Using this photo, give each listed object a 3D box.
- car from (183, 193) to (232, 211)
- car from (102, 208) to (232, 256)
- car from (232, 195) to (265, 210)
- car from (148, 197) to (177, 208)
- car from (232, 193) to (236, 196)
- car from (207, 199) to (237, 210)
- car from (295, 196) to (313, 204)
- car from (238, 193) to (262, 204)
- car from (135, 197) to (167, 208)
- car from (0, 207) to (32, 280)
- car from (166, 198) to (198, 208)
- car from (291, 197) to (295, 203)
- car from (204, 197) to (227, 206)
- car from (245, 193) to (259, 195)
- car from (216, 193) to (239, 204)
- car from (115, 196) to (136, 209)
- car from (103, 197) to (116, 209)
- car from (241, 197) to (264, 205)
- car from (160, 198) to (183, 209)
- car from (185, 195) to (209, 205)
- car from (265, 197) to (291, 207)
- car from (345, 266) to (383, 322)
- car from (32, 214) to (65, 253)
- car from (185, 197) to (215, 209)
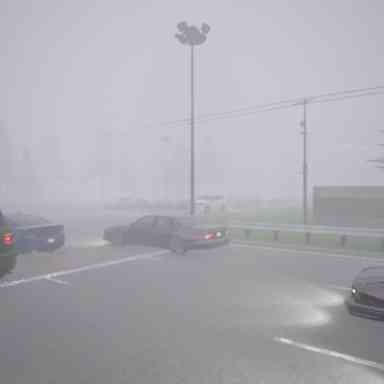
[{"bbox_3d":[1.787,1.254,36.565,2.150,2.045,5.566,0,0,36],"label":"car"},{"bbox_3d":[-1.131,1.562,13.233,5.357,1.411,2.033,0,0,34],"label":"car"},{"bbox_3d":[7.504,1.538,44.439,1.837,1.490,4.892,0,0,36],"label":"car"},{"bbox_3d":[-4.498,1.582,51.736,1.812,1.442,4.674,0,0,36],"label":"car"},{"bbox_3d":[6.665,1.396,55.180,2.097,1.767,4.553,0,0,36],"label":"car"},{"bbox_3d":[4.194,1.639,45.849,1.895,1.301,4.718,0,0,36],"label":"car"},{"bbox_3d":[21.885,1.557,62.710,4.674,1.442,1.812,0,0,-42],"label":"car"},{"bbox_3d":[11.897,1.271,67.666,2.150,2.045,5.566,0,0,41],"label":"car"},{"bbox_3d":[-4.208,1.645,40.220,1.895,1.301,4.718,0,0,36],"label":"car"},{"bbox_3d":[-6.825,1.240,8.363,5.566,2.045,2.150,0,0,30],"label":"car"},{"bbox_3d":[-1.396,1.598,50.063,2.033,1.411,5.357,0,0,36],"label":"car"},{"bbox_3d":[19.079,1.585,64.931,2.033,1.411,5.357,0,0,45],"label":"car"},{"bbox_3d":[4.176,1.576,57.690,1.812,1.442,4.674,0,0,36],"label":"car"},{"bbox_3d":[10.205,1.390,54.057,2.097,1.767,4.553,0,0,37],"label":"car"},{"bbox_3d":[7.256,1.277,67.652,2.150,2.045,5.566,0,0,37],"label":"car"},{"bbox_3d":[-7.021,1.576,42.299,1.812,1.442,4.674,0,0,36],"label":"car"},{"bbox_3d":[-9.670,1.408,44.610,2.097,1.767,4.553,0,0,36],"label":"car"},{"bbox_3d":[11.329,1.592,61.605,2.033,1.411,5.357,0,0,37],"label":"car"},{"bbox_3d":[-1.184,1.639,38.431,1.895,1.301,4.718,0,0,36],"label":"car"},{"bbox_3d":[0.985,1.408,59.238,2.097,1.767,4.553,0,0,36],"label":"car"},{"bbox_3d":[13.470,1.537,52.573,1.837,1.490,4.892,0,0,37],"label":"car"},{"bbox_3d":[5.155,1.545,4.615,5.357,1.411,2.033,0,0,36],"label":"car"},{"bbox_3d":[-7.042,1.499,12.419,5.008,1.535,1.882,0,0,25],"label":"car"},{"bbox_3d":[1.264,1.549,47.768,1.837,1.490,4.892,0,0,36],"label":"car"}]
